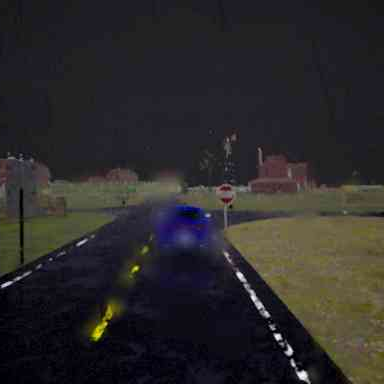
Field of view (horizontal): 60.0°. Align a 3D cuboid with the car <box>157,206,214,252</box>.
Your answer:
[{"bbox_3d":[-0.276,1.283,12.896,1.882,1.535,5.008,0,1,-2],"label":"car"}]
